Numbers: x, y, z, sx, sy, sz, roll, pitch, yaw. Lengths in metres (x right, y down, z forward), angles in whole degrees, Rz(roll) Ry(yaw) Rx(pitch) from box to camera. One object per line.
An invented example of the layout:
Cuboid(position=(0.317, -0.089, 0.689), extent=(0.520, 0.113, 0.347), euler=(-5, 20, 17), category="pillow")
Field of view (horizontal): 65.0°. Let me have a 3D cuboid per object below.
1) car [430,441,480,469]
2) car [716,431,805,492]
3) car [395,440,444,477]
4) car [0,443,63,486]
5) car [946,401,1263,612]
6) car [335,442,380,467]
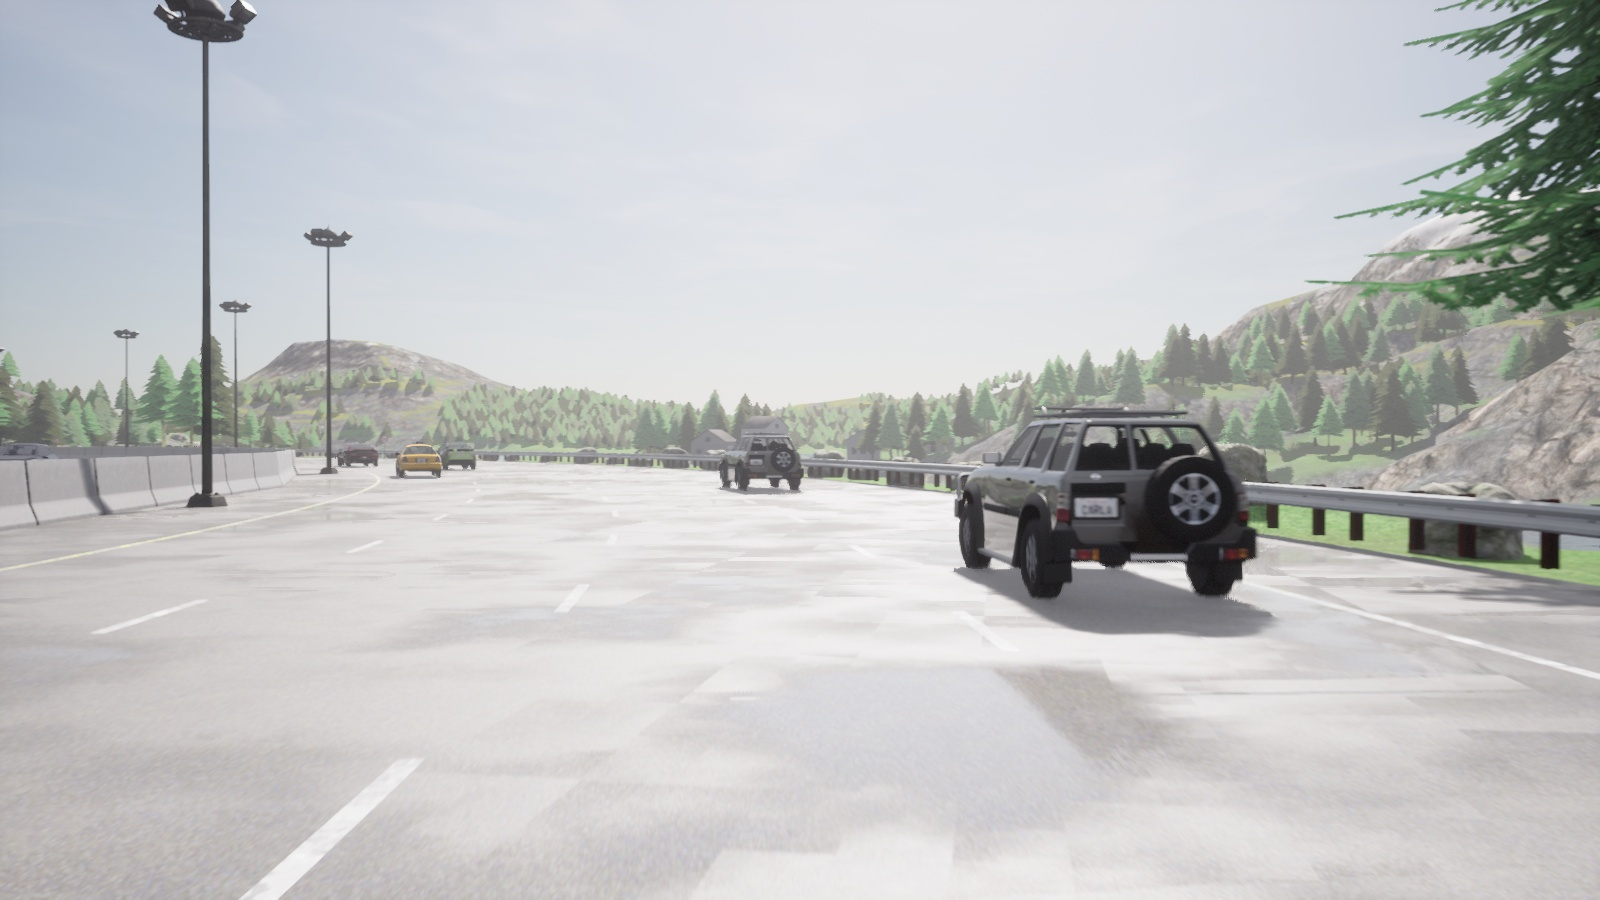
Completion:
Cuboid(position=(-19.729, 0.281, 71.626), extent=(2.007, 1.525, 4.514), euler=(0, 0, -25), category="car")
Cuboid(position=(-1.339, 0.334, 40.494), extent=(1.932, 1.855, 4.605), euler=(0, 0, -14), category="car")
Cuboid(position=(-17.162, 0.360, 56.497), extent=(1.801, 1.575, 5.366), euler=(0, 0, -20), category="car")
Cuboid(position=(-28.101, 0.493, 45.293), extent=(1.845, 1.501, 3.633), euler=(0, 0, -17), category="car")
Cuboid(position=(2.979, 0.489, 13.439), extent=(1.932, 1.855, 4.605), euler=(0, 0, -5), category="car")
Cuboid(position=(-28.633, 0.254, 81.167), extent=(1.882, 1.535, 5.008), euler=(0, 0, -29), category="car")
